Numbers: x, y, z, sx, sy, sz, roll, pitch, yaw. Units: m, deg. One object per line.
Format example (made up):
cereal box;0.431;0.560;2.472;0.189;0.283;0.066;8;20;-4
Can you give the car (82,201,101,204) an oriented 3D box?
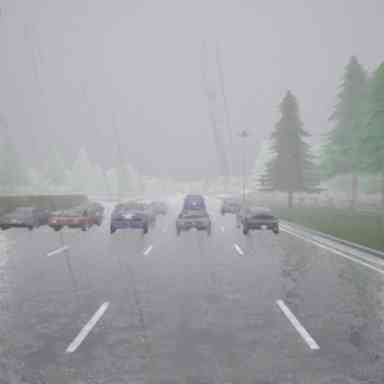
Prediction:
car;-10.253;1.628;33.735;1.994;1.385;4.181;0;0;1

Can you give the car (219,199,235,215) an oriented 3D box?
car;3.737;1.464;32.956;2.128;1.511;4.902;0;0;1

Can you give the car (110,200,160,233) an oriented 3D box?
car;-3.373;1.371;19.854;2.097;1.767;4.553;0;0;1

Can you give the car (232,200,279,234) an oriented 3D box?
car;3.612;1.481;18.977;1.837;1.490;4.892;0;1;1

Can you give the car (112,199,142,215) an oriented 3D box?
car;-6.739;1.533;35.081;2.128;1.511;4.902;0;0;1

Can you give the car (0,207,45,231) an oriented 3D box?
car;-10.351;1.631;21.383;1.994;1.385;4.181;0;0;1

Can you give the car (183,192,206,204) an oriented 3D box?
car;0.246;1.218;33.909;2.150;2.045;5.566;0;0;1

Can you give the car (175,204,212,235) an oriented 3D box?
car;0.112;1.598;18.799;1.895;1.301;4.718;0;0;1

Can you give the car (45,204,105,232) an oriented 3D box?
car;-6.864;1.644;20.390;1.895;1.301;4.718;0;0;1

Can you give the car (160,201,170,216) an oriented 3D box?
car;-3.272;1.565;32.232;2.033;1.411;5.357;0;0;1
